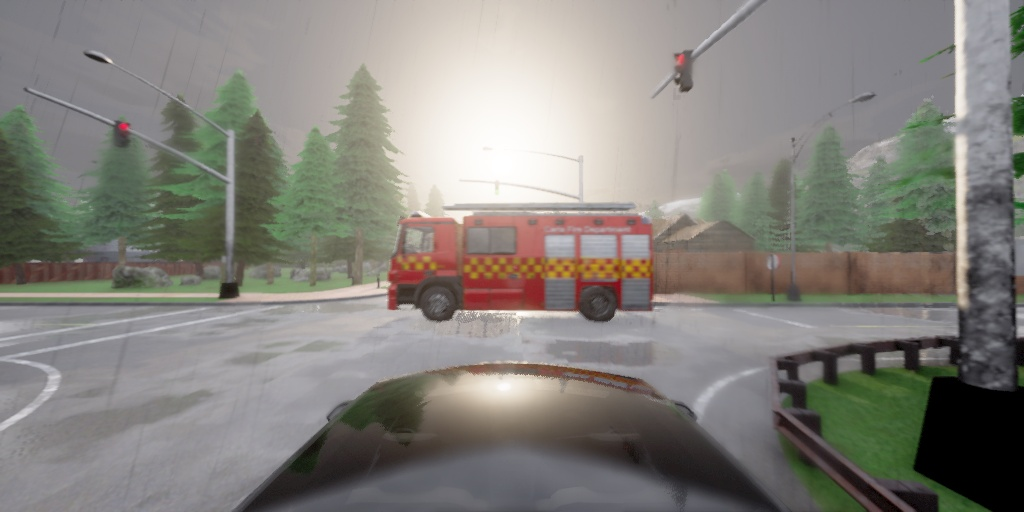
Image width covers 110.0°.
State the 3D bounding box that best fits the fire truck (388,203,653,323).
[{"bbox_3d":[0.286,0.198,12.535,8.468,3.827,2.891,0,-1,1],"label":"fire truck"}]
